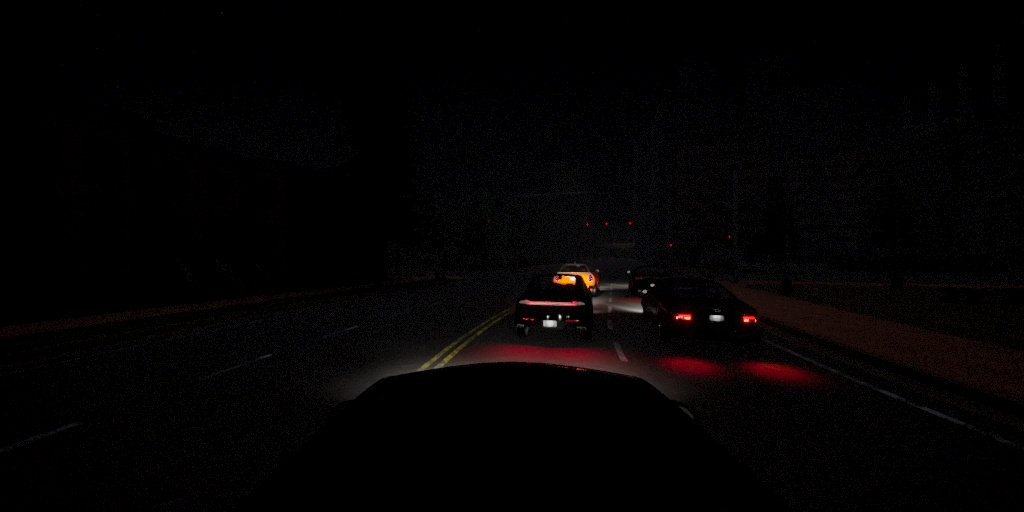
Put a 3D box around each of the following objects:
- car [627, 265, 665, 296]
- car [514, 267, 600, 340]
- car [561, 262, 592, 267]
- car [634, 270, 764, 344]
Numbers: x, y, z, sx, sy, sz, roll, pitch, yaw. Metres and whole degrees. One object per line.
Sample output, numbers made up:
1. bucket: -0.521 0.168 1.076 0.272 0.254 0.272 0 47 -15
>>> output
1. car: 7.254 1.225 19.135 1.882 1.535 5.008 0 0 16
2. car: 1.323 1.240 10.076 2.128 1.511 4.902 0 0 12
3. car: 3.487 1.099 18.963 2.097 1.767 4.553 0 0 16
4. car: 4.696 1.296 9.647 2.033 1.411 5.357 0 0 13
